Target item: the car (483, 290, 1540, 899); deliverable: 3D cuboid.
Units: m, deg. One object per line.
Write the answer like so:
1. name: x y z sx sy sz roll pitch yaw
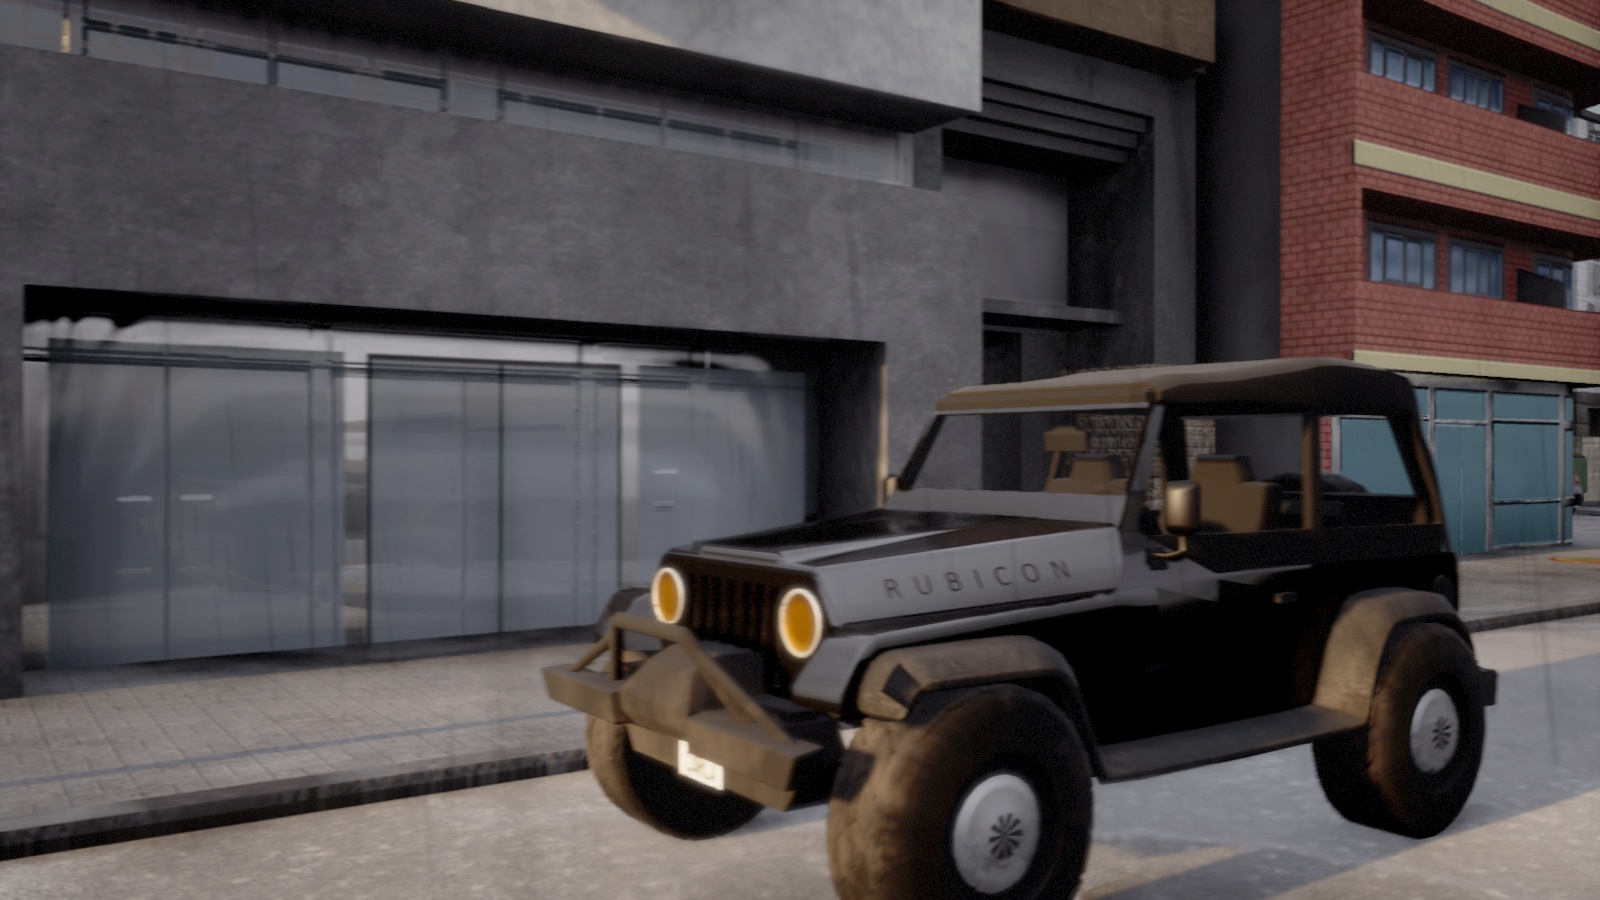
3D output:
1. car: 0.967 0.551 4.941 3.866 1.878 1.905 0 0 -35

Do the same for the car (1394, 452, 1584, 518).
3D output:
1. car: 16.774 0.799 30.717 1.845 1.501 3.633 0 0 -34
